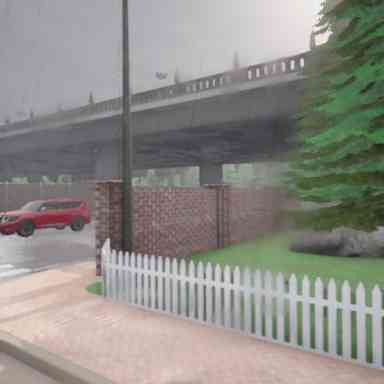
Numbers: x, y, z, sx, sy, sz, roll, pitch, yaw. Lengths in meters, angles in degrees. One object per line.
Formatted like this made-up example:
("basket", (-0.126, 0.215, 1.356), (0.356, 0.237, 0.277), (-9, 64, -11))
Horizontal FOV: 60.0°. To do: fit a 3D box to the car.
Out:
("car", (-8.790, 1.451, 20.012), (2.150, 2.045, 5.566), (-1, 0, 35))
